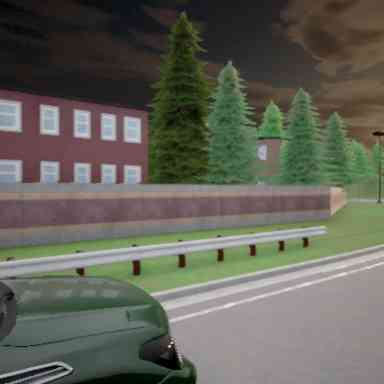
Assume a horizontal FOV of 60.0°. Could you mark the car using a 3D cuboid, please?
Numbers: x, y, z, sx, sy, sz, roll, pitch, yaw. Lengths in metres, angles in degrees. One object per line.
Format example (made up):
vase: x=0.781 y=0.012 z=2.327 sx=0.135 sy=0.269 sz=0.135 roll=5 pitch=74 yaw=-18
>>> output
car: x=-2.620 y=1.227 z=1.877 sx=5.566 sy=2.045 sz=2.150 roll=0 pitch=0 yaw=-35
